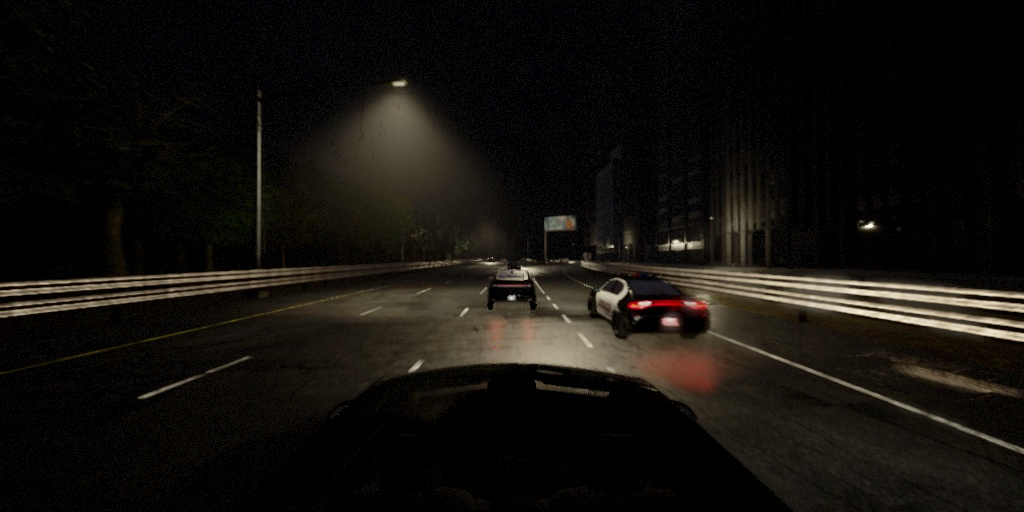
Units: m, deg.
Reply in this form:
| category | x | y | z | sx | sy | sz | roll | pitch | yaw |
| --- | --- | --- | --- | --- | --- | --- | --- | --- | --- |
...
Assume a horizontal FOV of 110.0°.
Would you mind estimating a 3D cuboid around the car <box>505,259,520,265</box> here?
| category | x | y | z | sx | sy | sz | roll | pitch | yaw |
| --- | --- | --- | --- | --- | --- | --- | --- | --- | --- |
| car | 0.274 | 1.553 | 52.057 | 1.895 | 1.301 | 4.718 | 0 | 0 | 0 |

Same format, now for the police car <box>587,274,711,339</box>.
| category | x | y | z | sx | sy | sz | roll | pitch | yaw |
| --- | --- | --- | --- | --- | --- | --- | --- | --- | --- |
| police car | 3.508 | 1.291 | 10.356 | 2.038 | 1.542 | 4.974 | 0 | 0 | 0 |

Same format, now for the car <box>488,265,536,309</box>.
| category | x | y | z | sx | sy | sz | roll | pitch | yaw |
| --- | --- | --- | --- | --- | --- | --- | --- | --- | --- |
| car | 0.003 | 1.297 | 15.302 | 2.128 | 1.511 | 4.902 | 0 | 0 | 0 |
